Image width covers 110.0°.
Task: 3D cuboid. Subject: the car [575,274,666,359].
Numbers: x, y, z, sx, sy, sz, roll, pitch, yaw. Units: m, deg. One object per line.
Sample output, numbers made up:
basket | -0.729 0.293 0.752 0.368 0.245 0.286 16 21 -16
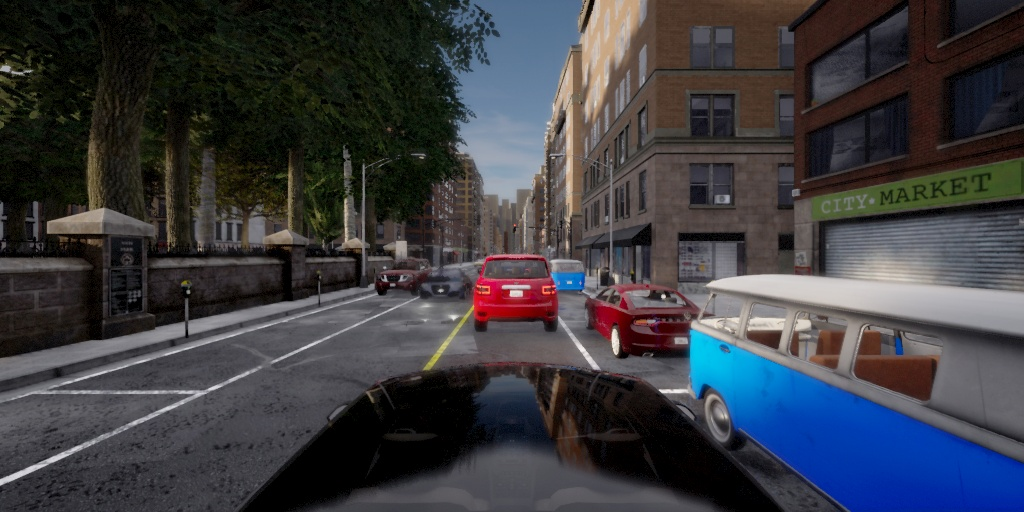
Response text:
car | 2.855 1.294 8.277 1.888 1.381 4.507 0 0 0

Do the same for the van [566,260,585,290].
van | 2.854 1.085 19.598 1.690 1.789 3.998 0 0 0

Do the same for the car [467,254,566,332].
car | 0.096 0.970 11.036 2.150 2.045 5.566 0 0 0

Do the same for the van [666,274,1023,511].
van | 2.856 1.091 2.616 1.690 1.789 3.998 0 0 0

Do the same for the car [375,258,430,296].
car | -5.671 1.059 19.557 2.192 1.841 5.009 0 0 0

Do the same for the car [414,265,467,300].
car | -3.088 1.309 17.511 1.994 1.385 4.181 0 0 0
